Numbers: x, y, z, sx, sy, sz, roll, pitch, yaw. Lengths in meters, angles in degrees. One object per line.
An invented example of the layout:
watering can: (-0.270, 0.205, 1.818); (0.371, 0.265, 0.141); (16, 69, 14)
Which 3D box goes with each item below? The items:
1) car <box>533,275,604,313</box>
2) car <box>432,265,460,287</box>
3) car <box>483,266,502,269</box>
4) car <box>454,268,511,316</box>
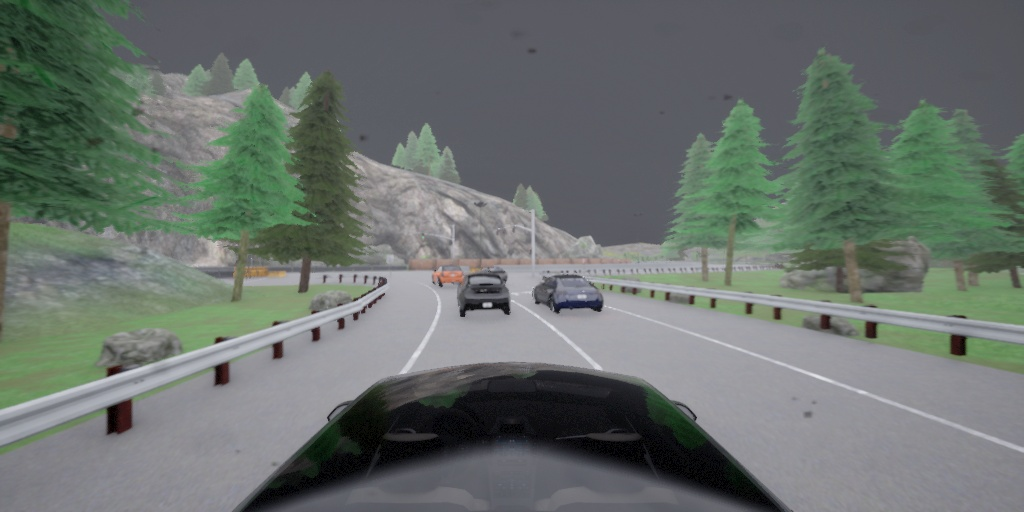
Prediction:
car: (2.204, 1.475, 15.034); (1.994, 1.385, 4.181); (0, -1, -10)
car: (-5.183, 1.487, 29.030); (2.097, 1.767, 4.553); (0, -1, -20)
car: (-1.781, 1.623, 30.257); (2.128, 1.511, 4.902); (0, -1, -19)
car: (-1.237, 1.429, 14.447); (1.837, 1.490, 4.892); (0, 0, -10)
